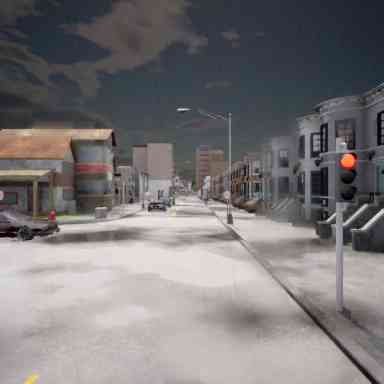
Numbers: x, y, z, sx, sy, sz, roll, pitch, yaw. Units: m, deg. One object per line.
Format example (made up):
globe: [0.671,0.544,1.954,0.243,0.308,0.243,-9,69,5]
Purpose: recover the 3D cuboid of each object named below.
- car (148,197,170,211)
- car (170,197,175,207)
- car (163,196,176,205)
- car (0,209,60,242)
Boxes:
car: [-4.049,1.564,39.509,1.994,1.385,4.181,0,0,0]
car: [-4.023,1.505,49.454,1.837,1.490,4.892,0,0,0]
car: [-3.971,1.547,59.904,2.033,1.411,5.357,0,0,1]
car: [-9.227,1.547,15.831,5.357,1.411,2.033,0,0,-2]
